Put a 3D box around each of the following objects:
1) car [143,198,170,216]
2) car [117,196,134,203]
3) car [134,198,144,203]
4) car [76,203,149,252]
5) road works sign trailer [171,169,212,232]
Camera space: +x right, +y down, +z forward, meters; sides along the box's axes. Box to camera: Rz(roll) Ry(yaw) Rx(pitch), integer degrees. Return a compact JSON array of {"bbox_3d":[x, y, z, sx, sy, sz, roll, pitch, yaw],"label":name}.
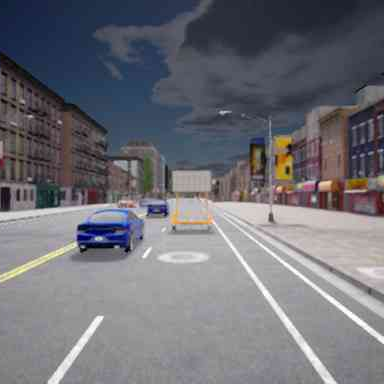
[{"bbox_3d":[-3.171,1.485,32.181,1.882,1.535,5.008,0,0,0],"label":"car"},{"bbox_3d":[-9.850,1.546,50.104,2.097,1.767,4.553,0,-1,0],"label":"car"},{"bbox_3d":[-6.604,1.670,48.822,2.128,1.511,4.902,0,-1,0],"label":"car"},{"bbox_3d":[-3.159,1.435,13.748,1.882,1.535,5.008,0,0,0],"label":"car"},{"bbox_3d":[-0.012,0.421,19.628,2.380,3.560,2.880,0,0,0],"label":"road works sign trailer"}]
